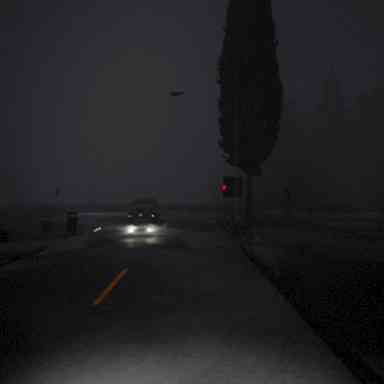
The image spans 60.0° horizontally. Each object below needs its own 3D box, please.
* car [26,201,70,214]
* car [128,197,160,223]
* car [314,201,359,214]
[{"bbox_3d":[-16.971,1.849,39.233,4.902,1.511,2.128,1,-1,0],"label":"car"},{"bbox_3d":[-4.005,1.477,28.700,2.150,2.045,5.566,0,-1,0],"label":"car"},{"bbox_3d":[16.980,1.821,39.221,5.008,1.535,1.882,0,-1,0],"label":"car"}]
